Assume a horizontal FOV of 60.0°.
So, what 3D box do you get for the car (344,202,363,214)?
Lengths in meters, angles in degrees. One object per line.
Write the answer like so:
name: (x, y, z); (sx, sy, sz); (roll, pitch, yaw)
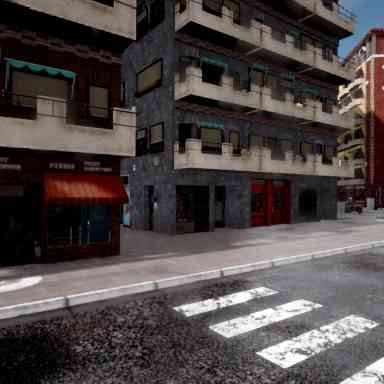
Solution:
car: (17.812, 1.790, 38.243); (1.895, 1.301, 4.718); (0, 0, 5)
